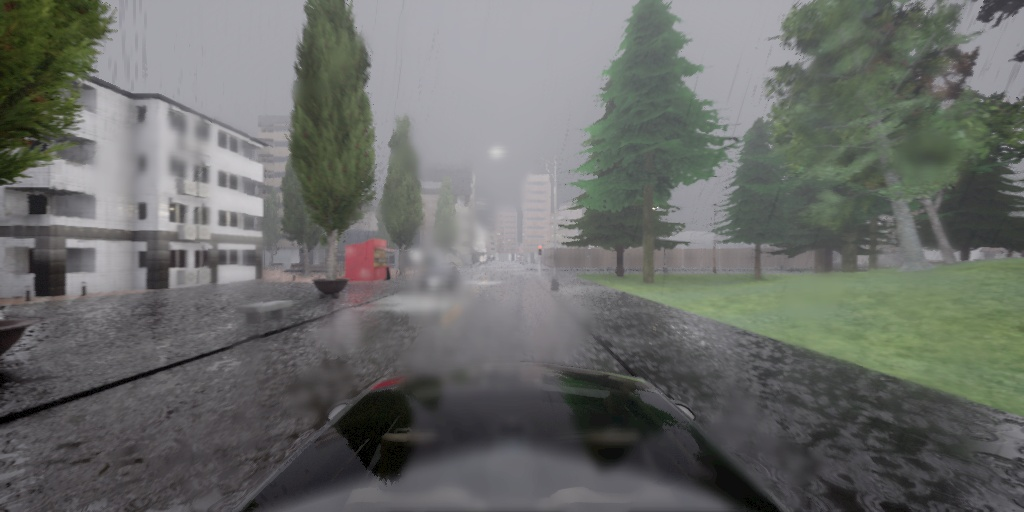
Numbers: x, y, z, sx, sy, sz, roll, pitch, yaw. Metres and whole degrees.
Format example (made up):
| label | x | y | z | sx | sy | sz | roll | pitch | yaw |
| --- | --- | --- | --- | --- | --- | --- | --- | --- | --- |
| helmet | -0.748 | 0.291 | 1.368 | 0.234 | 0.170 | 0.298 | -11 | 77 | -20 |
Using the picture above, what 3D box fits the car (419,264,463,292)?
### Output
| label | x | y | z | sx | sy | sz | roll | pitch | yaw |
| --- | --- | --- | --- | --- | --- | --- | --- | --- | --- |
| car | -4.079 | 1.247 | 21.163 | 2.128 | 1.511 | 4.902 | 0 | 0 | 0 |
